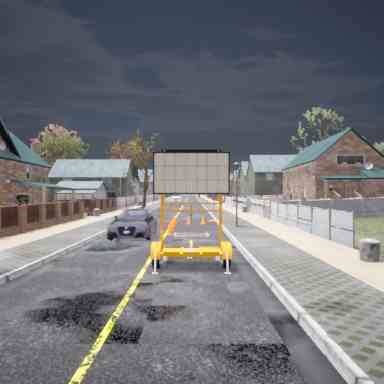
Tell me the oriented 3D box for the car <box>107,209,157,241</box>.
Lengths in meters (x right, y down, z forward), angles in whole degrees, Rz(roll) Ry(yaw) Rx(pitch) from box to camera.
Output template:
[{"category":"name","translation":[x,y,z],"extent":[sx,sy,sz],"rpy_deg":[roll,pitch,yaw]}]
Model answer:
[{"category":"car","translation":[-2.884,1.568,16.642],"extent":[1.994,1.385,4.181],"rpy_deg":[0,0,0]}]

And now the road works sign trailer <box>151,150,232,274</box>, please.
[{"category":"road works sign trailer","translation":[-0.021,0.468,10.528],"extent":[2.380,3.560,2.880],"rpy_deg":[0,0,0]}]

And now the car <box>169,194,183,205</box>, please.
[{"category":"car","translation":[-2.873,1.219,60.145],"extent":[2.150,2.045,5.566],"rpy_deg":[0,0,0]}]
